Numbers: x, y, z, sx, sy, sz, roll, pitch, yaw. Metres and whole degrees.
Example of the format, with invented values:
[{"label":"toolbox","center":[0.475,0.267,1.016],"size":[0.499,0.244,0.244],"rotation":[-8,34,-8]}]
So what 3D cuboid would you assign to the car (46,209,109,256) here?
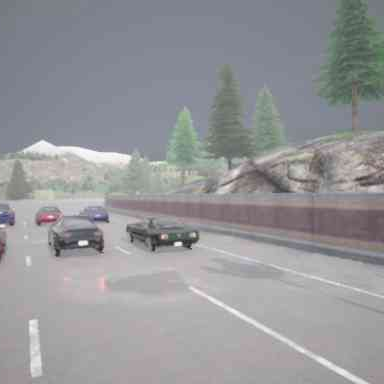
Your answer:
[{"label":"car","center":[-4.940,1.686,14.033],"size":[1.812,1.442,4.674],"rotation":[0,-1,-27]}]

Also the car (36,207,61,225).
[{"label":"car","center":[-11.583,1.870,27.040],"size":[1.994,1.385,4.181],"rotation":[0,-1,-26]}]

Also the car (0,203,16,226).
[{"label":"car","center":[-14.659,1.635,25.378],"size":[2.097,1.767,4.553],"rotation":[0,-1,-26]}]

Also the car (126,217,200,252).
[{"label":"car","center":[-1.533,1.777,15.037],"size":[1.895,1.301,4.718],"rotation":[0,-1,-27]}]

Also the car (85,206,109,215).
[{"label":"car","center":[-8.473,1.892,28.653],"size":[1.994,1.385,4.181],"rotation":[0,-1,-26]}]

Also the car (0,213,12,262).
[{"label":"car","center":[-7.917,1.700,12.155],"size":[1.994,1.385,4.181],"rotation":[0,-1,-27]}]
